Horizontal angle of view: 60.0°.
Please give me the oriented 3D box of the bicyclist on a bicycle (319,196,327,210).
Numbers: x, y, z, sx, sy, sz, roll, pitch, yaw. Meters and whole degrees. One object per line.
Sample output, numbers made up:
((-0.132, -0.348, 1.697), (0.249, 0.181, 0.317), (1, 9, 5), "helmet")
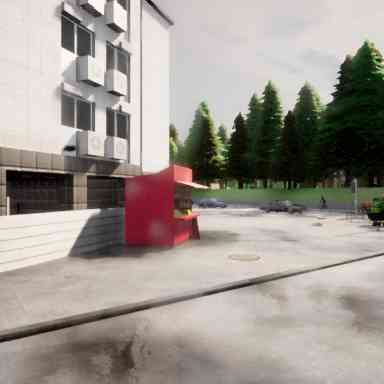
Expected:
((15.990, 1.349, 40.578), (1.656, 1.620, 0.582), (0, 0, -35), "bicyclist on a bicycle")

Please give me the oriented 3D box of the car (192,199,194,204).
((-1.745, 1.547, 58.220), (2.033, 1.411, 5.357), (0, 0, -35), "car")

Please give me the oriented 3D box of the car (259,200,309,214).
((9.564, 1.547, 35.122), (2.033, 1.411, 5.357), (0, 0, -35), "car")

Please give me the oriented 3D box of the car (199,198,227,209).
((2.706, 1.526, 44.801), (1.812, 1.442, 4.674), (0, 0, -35), "car")

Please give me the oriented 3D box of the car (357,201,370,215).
((17.903, 1.221, 29.975), (2.150, 2.045, 5.566), (0, 0, -31), "car")
